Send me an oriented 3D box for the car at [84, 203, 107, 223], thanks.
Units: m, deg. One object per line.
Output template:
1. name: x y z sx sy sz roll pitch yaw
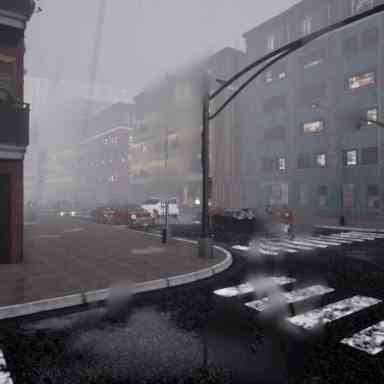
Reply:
1. car: -7.489 1.902 28.693 1.802 1.307 4.206 -1 0 -35

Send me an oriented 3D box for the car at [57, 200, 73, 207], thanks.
1. car: -26.587 2.426 69.555 2.008 1.369 4.403 -1 0 -35

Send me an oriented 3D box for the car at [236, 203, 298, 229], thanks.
1. car: 5.332 1.636 24.171 1.967 1.590 4.097 -1 0 -35

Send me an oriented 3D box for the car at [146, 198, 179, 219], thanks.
1. car: -3.406 1.558 32.350 2.150 2.045 5.566 0 -1 -35

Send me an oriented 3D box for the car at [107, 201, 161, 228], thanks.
1. car: -4.300 1.692 24.155 1.967 1.590 4.097 -1 0 -35

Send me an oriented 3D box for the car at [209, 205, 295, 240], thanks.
1. car: 3.060 1.633 17.989 2.128 1.511 4.902 0 -1 -35

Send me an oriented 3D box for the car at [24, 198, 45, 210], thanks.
1. car: -26.640 2.169 55.927 1.967 1.590 4.097 -1 0 -35

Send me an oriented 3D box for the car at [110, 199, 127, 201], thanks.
1. car: -10.634 1.852 46.861 2.192 1.841 5.009 -1 0 -35

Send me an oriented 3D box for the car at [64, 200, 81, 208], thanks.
1. car: -23.395 2.374 65.016 1.947 1.339 4.313 -1 0 -35

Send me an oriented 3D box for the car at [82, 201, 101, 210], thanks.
1. car: -17.012 2.255 55.938 1.802 1.307 4.206 -1 0 -35

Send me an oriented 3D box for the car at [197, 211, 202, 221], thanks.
1. car: 2.140 1.846 28.707 1.802 1.307 4.206 -1 0 -35

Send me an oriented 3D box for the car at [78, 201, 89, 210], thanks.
1. car: -17.911 2.171 52.921 1.812 1.442 4.674 0 -1 -35

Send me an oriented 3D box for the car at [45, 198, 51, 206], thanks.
1. car: -32.974 2.325 78.634 2.192 1.841 5.009 -1 0 -35

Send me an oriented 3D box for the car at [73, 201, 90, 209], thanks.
1. car: -20.204 2.323 60.477 1.802 1.307 4.206 -1 0 -35

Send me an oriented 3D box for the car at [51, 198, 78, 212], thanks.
1. car: -19.144 1.973 49.745 2.097 1.767 4.553 0 -1 -35
